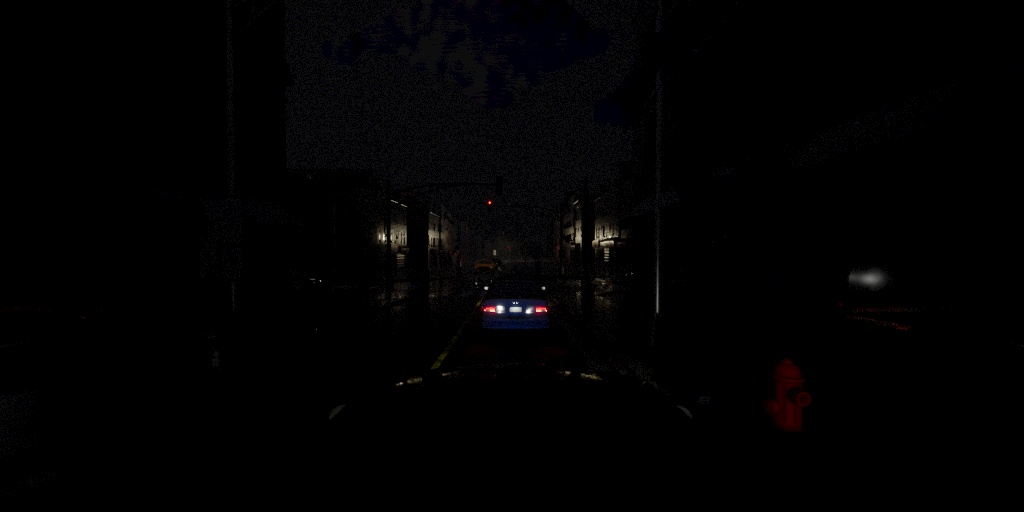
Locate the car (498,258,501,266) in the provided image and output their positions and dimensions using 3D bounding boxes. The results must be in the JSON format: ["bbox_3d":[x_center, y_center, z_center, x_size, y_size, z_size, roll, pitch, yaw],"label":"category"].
[{"bbox_3d":[-2.852,1.041,48.937,1.837,1.490,4.892,0,0,0],"label":"car"}]

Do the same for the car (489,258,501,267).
[{"bbox_3d":[-2.841,1.051,60.575,1.895,1.301,4.718,0,0,0],"label":"car"}]

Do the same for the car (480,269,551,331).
[{"bbox_3d":[0.088,1.286,10.842,2.033,1.411,5.357,0,0,0],"label":"car"}]

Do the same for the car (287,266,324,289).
[{"bbox_3d":[-14.800,1.378,23.102,4.892,1.490,1.837,0,1,-2],"label":"car"}]

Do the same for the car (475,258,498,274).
[{"bbox_3d":[-2.851,1.082,38.707,1.882,1.535,5.008,0,0,0],"label":"car"}]

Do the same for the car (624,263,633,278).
[{"bbox_3d":[10.572,0.732,26.162,4.553,1.767,2.097,-2,1,1],"label":"car"}]
